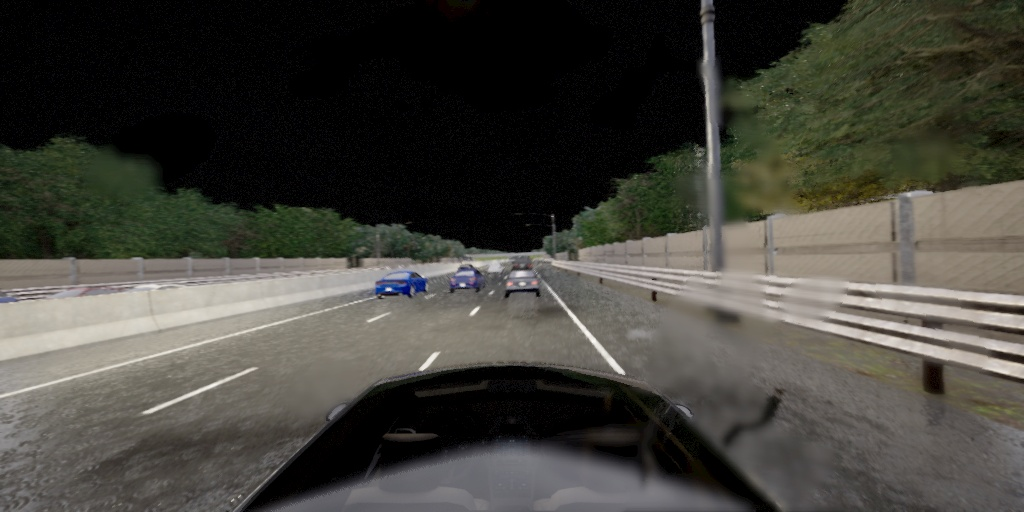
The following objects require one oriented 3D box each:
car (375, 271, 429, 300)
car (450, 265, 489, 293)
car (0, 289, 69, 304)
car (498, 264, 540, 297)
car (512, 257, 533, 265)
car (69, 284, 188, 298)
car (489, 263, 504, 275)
[{"bbox_3d":[-6.372,1.616,21.229,1.882,1.535,5.008,-2,0,2],"label":"car"},{"bbox_3d":[-2.809,1.529,23.141,1.812,1.442,4.674,-2,0,2],"label":"car"},{"bbox_3d":[-20.679,2.233,17.257,1.812,1.442,4.674,-2,0,2],"label":"car"},{"bbox_3d":[0.577,1.389,19.743,2.033,1.411,5.357,-2,0,2],"label":"car"},{"bbox_3d":[1.213,1.165,40.007,2.150,2.045,5.566,-2,0,2],"label":"car"},{"bbox_3d":[-17.187,2.087,17.103,1.812,1.442,4.674,-2,0,2],"label":"car"},{"bbox_3d":[-2.070,1.643,46.259,1.812,1.442,4.674,-2,0,2],"label":"car"}]
